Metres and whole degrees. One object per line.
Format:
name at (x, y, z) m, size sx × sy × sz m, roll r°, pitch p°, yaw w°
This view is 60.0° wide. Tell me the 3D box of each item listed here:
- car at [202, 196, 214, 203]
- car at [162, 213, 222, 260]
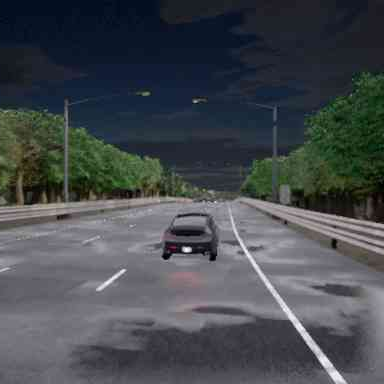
car at (4.791, 2.308, 95.446) m, size 1.882 × 1.535 × 5.008 m, roll 0°, pitch -2°, yaw 6°
car at (0.082, 1.559, 12.800) m, size 1.837 × 1.490 × 4.892 m, roll 0°, pitch 0°, yaw 6°
